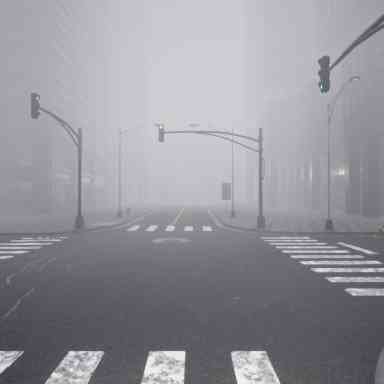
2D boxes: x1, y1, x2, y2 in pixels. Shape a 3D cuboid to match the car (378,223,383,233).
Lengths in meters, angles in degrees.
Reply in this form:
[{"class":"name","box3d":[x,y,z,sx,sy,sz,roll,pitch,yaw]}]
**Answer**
[{"class":"car","box3d":[11.754,1.564,16.221,4.829,1.417,1.752,0,-1,0]}]
